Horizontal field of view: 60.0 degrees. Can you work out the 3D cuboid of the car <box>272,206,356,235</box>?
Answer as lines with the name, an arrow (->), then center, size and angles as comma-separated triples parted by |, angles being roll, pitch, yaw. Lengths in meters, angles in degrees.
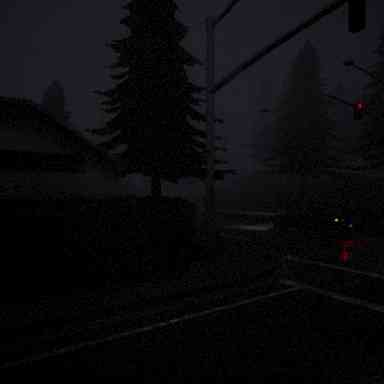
car -> 6.652, 1.510, 18.576 | 1.812, 1.442, 4.674 | -1, 0, -35
